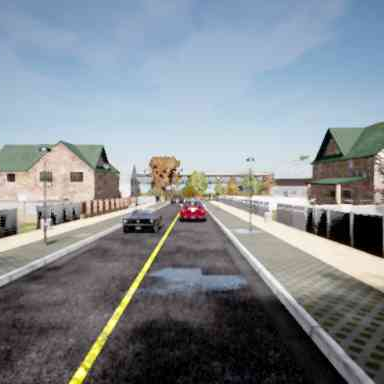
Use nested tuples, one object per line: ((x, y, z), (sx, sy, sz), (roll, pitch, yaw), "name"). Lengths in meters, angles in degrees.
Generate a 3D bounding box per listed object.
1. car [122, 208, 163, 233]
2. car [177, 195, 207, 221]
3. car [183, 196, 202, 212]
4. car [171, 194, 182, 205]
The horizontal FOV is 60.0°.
((-2.849, 1.631, 19.844), (1.895, 1.301, 4.718), (0, 0, 0), "car")
((0.089, 1.401, 27.423), (2.097, 1.767, 4.553), (0, 0, 0), "car")
((0.082, 1.434, 40.448), (2.097, 1.767, 4.553), (0, 0, 0), "car")
((-2.743, 1.430, 62.918), (2.150, 2.045, 5.566), (0, 0, 0), "car")
